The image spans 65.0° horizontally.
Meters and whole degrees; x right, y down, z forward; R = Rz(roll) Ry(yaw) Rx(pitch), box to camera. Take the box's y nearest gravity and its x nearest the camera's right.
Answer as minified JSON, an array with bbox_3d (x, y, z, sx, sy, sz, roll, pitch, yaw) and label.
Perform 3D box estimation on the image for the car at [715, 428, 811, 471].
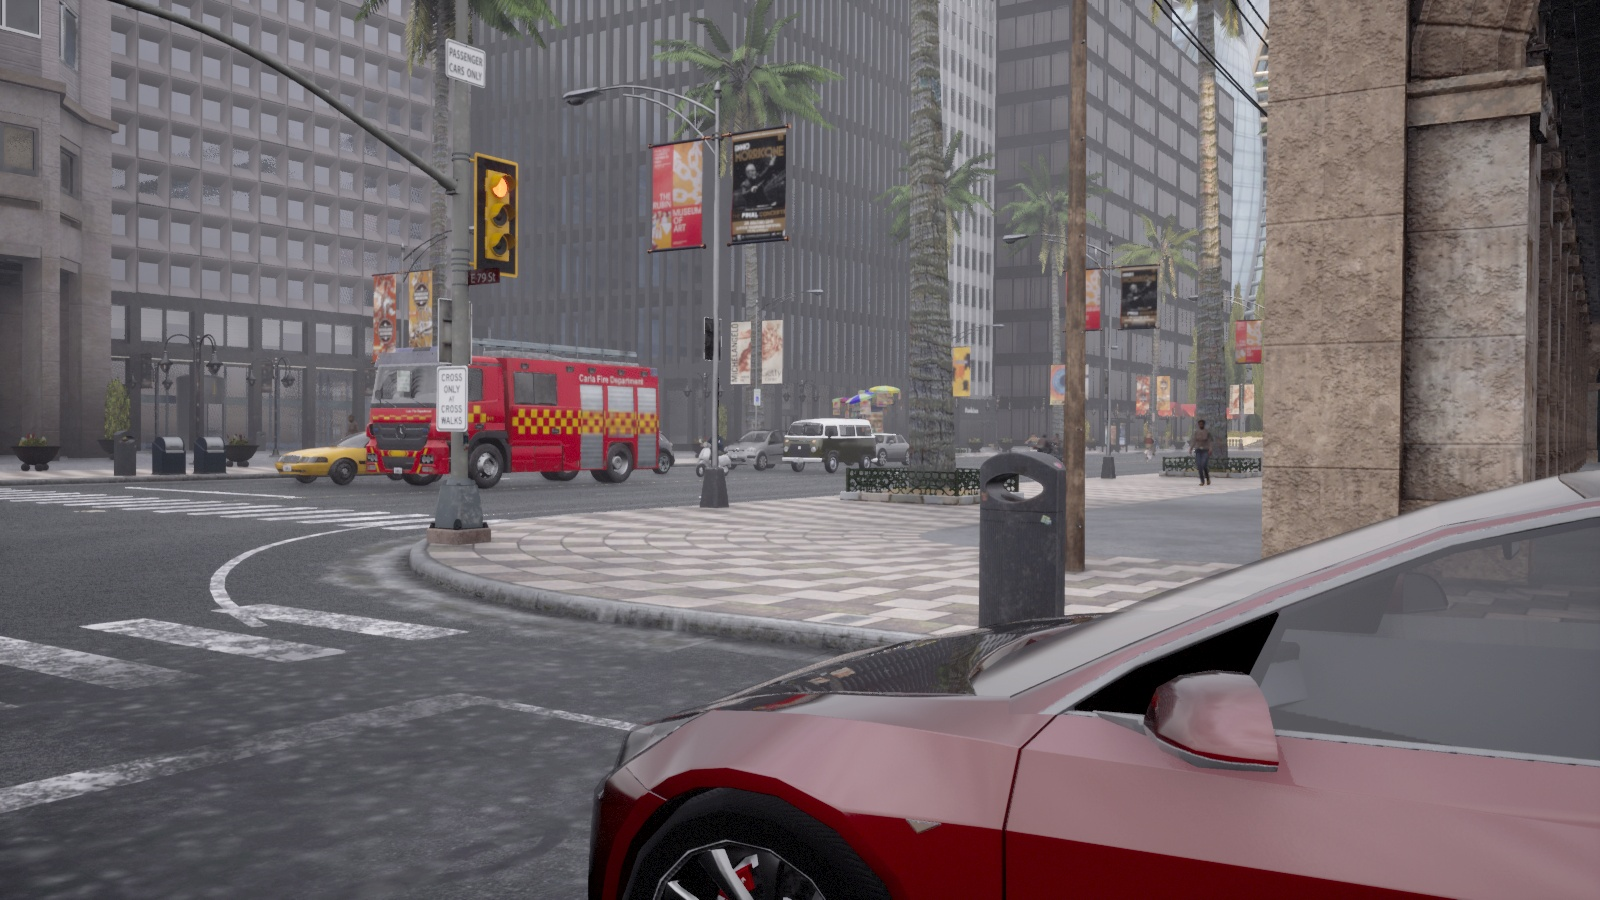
[{"bbox_3d":[-1.431,-0.042,50.141,1.851,1.617,3.988,0,1,33],"label":"car"}]

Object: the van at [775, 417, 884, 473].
[{"bbox_3d":[1.180,-0.208,47.746,2.069,2.038,4.480,0,1,33],"label":"van"}]

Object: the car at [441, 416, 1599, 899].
[{"bbox_3d":[1.787,0.681,2.457,4.792,1.488,2.163,0,1,33],"label":"car"}]

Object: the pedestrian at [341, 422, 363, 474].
[{"bbox_3d":[-15.888,-0.076,44.557,0.331,1.846,0.634,0,1,32],"label":"pedestrian"}]

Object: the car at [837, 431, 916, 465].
[{"bbox_3d":[3.556,-0.123,57.677,1.970,1.475,3.806,0,1,33],"label":"car"}]

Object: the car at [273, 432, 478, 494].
[{"bbox_3d":[-11.593,0.301,34.719,1.801,1.575,5.366,0,1,34],"label":"car"}]

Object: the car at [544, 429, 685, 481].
[{"bbox_3d":[-6.252,0.133,42.845,2.033,1.649,4.856,0,1,34],"label":"car"}]

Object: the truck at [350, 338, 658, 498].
[{"bbox_3d":[-7.730,-0.831,34.274,2.891,3.827,8.468,0,1,33],"label":"truck"}]

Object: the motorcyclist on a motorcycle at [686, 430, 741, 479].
[{"bbox_3d":[-2.858,0.142,41.631,0.866,1.590,1.817,0,1,33],"label":"motorcyclist on a motorcycle"}]

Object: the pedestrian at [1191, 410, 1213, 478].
[{"bbox_3d":[10.702,-0.165,33.392,0.328,1.805,0.869,0,1,33],"label":"pedestrian"}]
